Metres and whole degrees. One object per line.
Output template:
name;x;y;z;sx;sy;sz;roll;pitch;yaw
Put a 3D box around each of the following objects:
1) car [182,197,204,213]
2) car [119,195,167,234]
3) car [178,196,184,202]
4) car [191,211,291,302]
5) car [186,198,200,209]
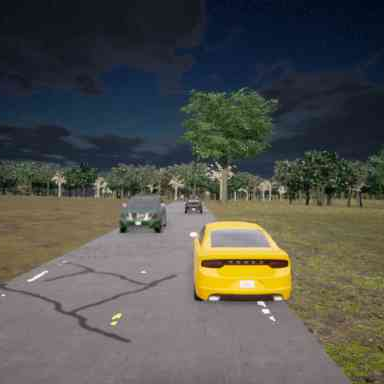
car;0.179;1.476;35.861;1.837;1.490;4.892;0;0;0
car;-2.694;1.203;19.453;2.150;2.045;5.566;0;0;0
car;-2.501;1.783;83.399;2.033;1.411;5.357;0;-1;0
car;0.985;1.476;8.364;1.882;1.535;5.008;0;0;0
car;0.175;1.592;46.242;1.895;1.301;4.718;0;0;1
